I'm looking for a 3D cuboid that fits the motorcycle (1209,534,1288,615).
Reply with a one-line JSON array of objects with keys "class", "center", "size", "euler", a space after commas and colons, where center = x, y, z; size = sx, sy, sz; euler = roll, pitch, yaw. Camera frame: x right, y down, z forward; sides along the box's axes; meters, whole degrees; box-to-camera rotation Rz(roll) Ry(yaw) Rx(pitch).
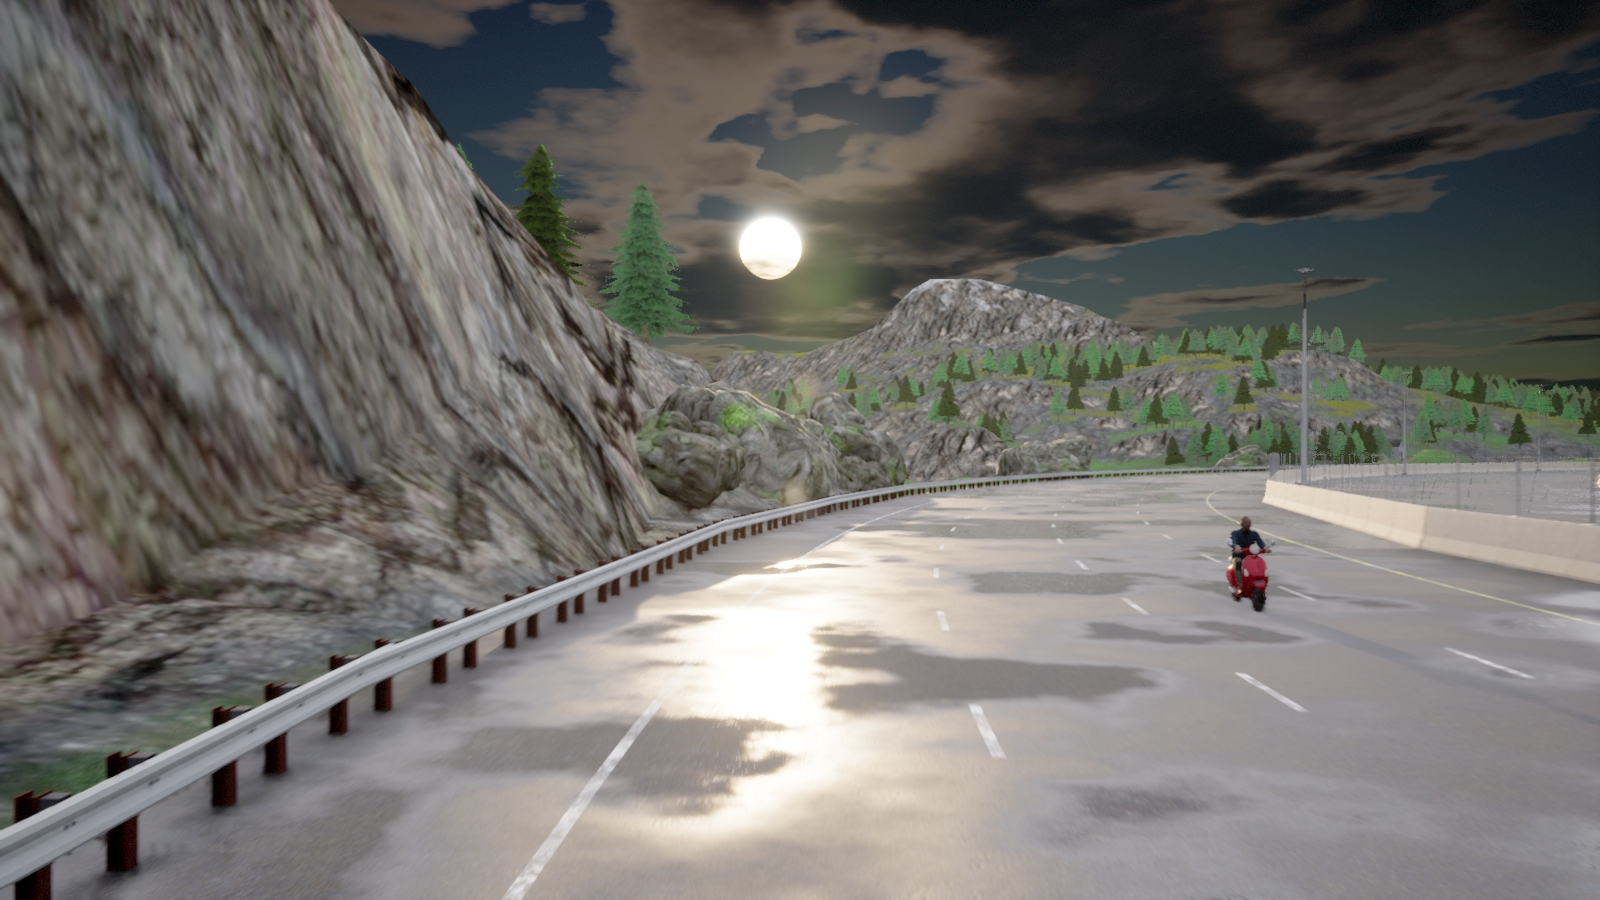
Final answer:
[{"class": "motorcycle", "center": [7.995, 2.187, 20.448], "size": [0.856, 1.236, 1.805], "euler": [1, 0, 6]}]
